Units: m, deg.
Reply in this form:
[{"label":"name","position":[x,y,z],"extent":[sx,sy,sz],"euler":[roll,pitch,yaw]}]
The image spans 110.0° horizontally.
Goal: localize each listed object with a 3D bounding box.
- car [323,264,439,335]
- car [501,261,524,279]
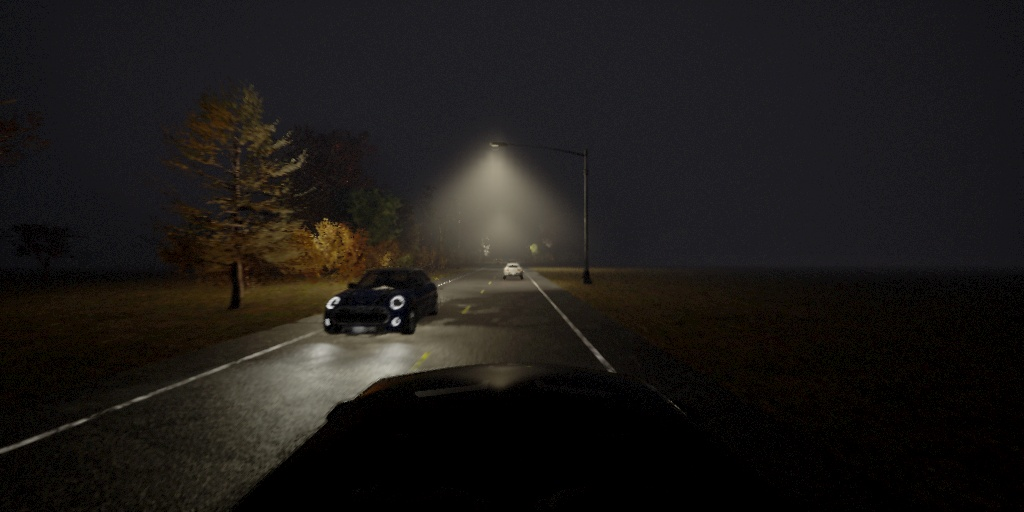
[{"label":"car","position":[-3.593,1.145,10.664],"extent":[2.097,1.767,4.553],"euler":[0,0,0]},{"label":"car","position":[0.112,1.420,34.671],"extent":[1.812,1.442,4.674],"euler":[0,0,0]}]
